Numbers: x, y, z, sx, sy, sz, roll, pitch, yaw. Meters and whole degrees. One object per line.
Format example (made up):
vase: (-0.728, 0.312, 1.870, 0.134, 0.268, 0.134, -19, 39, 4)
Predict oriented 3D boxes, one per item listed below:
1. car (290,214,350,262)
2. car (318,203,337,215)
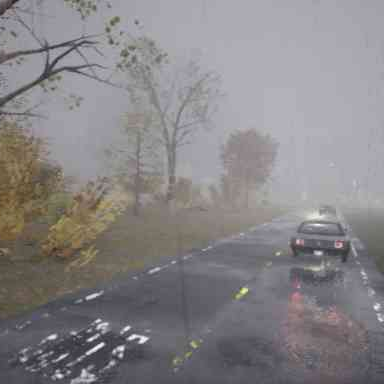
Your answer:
car: (5.114, 1.785, 13.197, 1.895, 1.301, 4.718, 2, 0, 23)
car: (16.598, 2.099, 40.701, 1.837, 1.490, 4.892, 2, 1, 23)
